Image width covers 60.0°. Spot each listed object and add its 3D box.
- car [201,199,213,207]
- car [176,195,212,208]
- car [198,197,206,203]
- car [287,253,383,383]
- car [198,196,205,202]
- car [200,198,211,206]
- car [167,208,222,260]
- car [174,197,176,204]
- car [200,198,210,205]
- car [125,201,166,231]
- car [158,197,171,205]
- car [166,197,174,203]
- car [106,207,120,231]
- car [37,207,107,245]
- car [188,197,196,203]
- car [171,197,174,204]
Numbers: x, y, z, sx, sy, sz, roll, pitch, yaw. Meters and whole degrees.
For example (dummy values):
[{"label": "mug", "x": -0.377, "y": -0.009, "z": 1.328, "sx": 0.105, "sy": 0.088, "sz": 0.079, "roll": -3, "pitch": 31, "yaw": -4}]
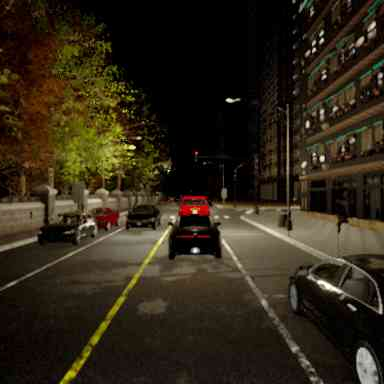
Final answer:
[{"label": "car", "x": 2.679, "y": 1.924, "z": 59.364, "sx": 1.947, "sy": 1.339, "sz": 4.313, "roll": 0, "pitch": 0, "yaw": 0}, {"label": "car", "x": 0.104, "y": 1.357, "z": 23.781, "sx": 2.150, "sy": 2.045, "sz": 5.566, "roll": 0, "pitch": 0, "yaw": -2}, {"label": "car", "x": 2.675, "y": 2.094, "z": 87.527, "sx": 1.887, "sy": 1.381, "sz": 4.507, "roll": 0, "pitch": 0, "yaw": 0}, {"label": "car", "x": 2.690, "y": 1.579, "z": 4.833, "sx": 2.008, "sy": 1.369, "sz": 4.403, "roll": 0, "pitch": 0, "yaw": 0}, {"label": "car", "x": 2.674, "y": 2.030, "z": 93.159, "sx": 1.967, "sy": 1.590, "sz": 4.097, "roll": 0, "pitch": 0, "yaw": 0}, {"label": "car", "x": 2.678, "y": 1.960, "z": 64.997, "sx": 1.947, "sy": 1.339, "sz": 4.313, "roll": 0, "pitch": 0, "yaw": 0}, {"label": "car", "x": 0.097, "y": 1.578, "z": 12.801, "sx": 1.837, "sy": 1.490, "sz": 4.892, "roll": 0, "pitch": 0, "yaw": 0}, {"label": "car", "x": -3.016, "y": 1.725, "z": 80.411, "sx": 2.150, "sy": 2.045, "sz": 5.566, "roll": 0, "pitch": 0, "yaw": 0}, {"label": "car", "x": 2.677, "y": 1.998, "z": 70.629, "sx": 1.947, "sy": 1.339, "sz": 4.313, "roll": 0, "pitch": 0, "yaw": 0}, {"label": "car", "x": -3.067, "y": 1.602, "z": 21.877, "sx": 1.882, "sy": 1.535, "sz": 5.008, "roll": 0, "pitch": -1, "yaw": 0}, {"label": "car", "x": -5.702, "y": 1.977, "z": 64.995, "sx": 1.802, "sy": 1.307, "sz": 4.206, "roll": 0, "pitch": 0, "yaw": 0}, {"label": "car", "x": -5.705, "y": 2.074, "z": 87.355, "sx": 1.752, "sy": 1.417, "sz": 4.829, "roll": 0, "pitch": 0, "yaw": 0}, {"label": "car", "x": -5.822, "y": 1.667, "z": 21.445, "sx": 1.887, "sy": 1.381, "sz": 4.507, "roll": 0, "pitch": 0, "yaw": 0}, {"label": "car", "x": -5.770, "y": 1.641, "z": 15.905, "sx": 2.008, "sy": 1.369, "sz": 4.403, "roll": 0, "pitch": 0, "yaw": 0}, {"label": "car", "x": -0.017, "y": 2.009, "z": 86.233, "sx": 1.882, "sy": 1.535, "sz": 5.008, "roll": 0, "pitch": 0, "yaw": 0}, {"label": "car", "x": -5.703, "y": 1.911, "z": 76.261, "sx": 1.967, "sy": 1.590, "sz": 4.097, "roll": 0, "pitch": 0, "yaw": 0}]
